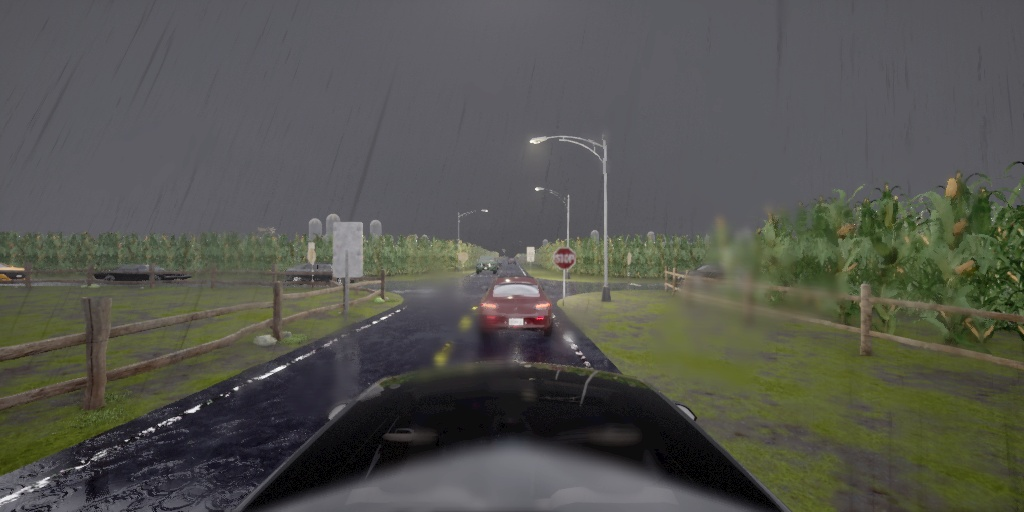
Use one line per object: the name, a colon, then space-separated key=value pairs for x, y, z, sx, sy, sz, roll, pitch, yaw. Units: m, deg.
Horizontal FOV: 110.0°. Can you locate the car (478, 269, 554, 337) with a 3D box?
car: x=0.101 y=1.276 z=10.154 sx=1.812 sy=1.442 sz=4.674 roll=0 pitch=0 yaw=0

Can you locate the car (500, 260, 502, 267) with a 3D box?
car: x=-2.821 y=1.281 z=51.383 sx=2.033 sy=1.411 sz=5.357 roll=0 pitch=0 yaw=0

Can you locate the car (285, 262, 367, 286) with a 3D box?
car: x=-11.952 y=1.176 z=23.214 sx=4.892 sy=1.490 sz=1.837 roll=0 pitch=-1 yaw=1

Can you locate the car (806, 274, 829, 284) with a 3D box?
car: x=24.482 y=1.157 z=25.791 sx=5.566 sy=2.045 sz=2.150 roll=0 pitch=-1 yaw=1

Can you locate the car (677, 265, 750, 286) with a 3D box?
car: x=14.462 y=1.371 z=25.892 sx=4.892 sy=1.490 sz=1.837 roll=0 pitch=-1 yaw=1

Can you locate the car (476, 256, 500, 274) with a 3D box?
car: x=-2.830 y=0.961 z=41.180 sx=2.150 sy=2.045 sz=5.566 roll=0 pitch=0 yaw=0

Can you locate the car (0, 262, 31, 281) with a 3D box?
car: x=-34.708 y=1.027 z=23.457 sx=5.008 sy=1.535 sz=1.882 roll=0 pitch=-1 yaw=1

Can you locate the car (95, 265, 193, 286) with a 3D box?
car: x=-23.832 y=1.206 z=23.337 sx=4.718 sy=1.301 sz=1.895 roll=0 pitch=-1 yaw=1
